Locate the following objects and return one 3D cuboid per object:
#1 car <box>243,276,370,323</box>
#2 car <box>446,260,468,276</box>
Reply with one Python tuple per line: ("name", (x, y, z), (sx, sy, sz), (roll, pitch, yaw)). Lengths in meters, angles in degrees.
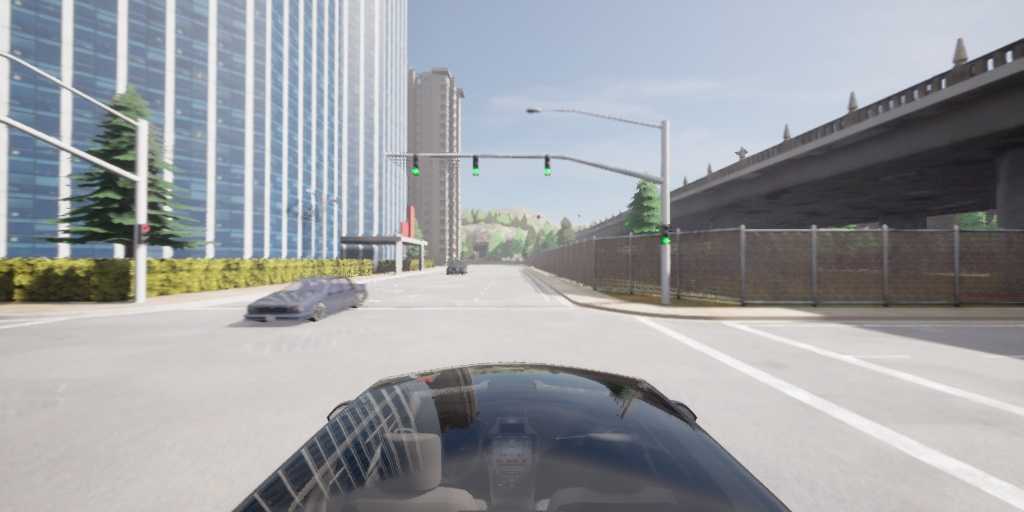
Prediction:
("car", (-7.014, 1.445, 13.080), (2.033, 1.411, 5.357), (0, 0, 0))
("car", (-7.004, 1.529, 46.012), (2.150, 2.045, 5.566), (0, 1, 0))
